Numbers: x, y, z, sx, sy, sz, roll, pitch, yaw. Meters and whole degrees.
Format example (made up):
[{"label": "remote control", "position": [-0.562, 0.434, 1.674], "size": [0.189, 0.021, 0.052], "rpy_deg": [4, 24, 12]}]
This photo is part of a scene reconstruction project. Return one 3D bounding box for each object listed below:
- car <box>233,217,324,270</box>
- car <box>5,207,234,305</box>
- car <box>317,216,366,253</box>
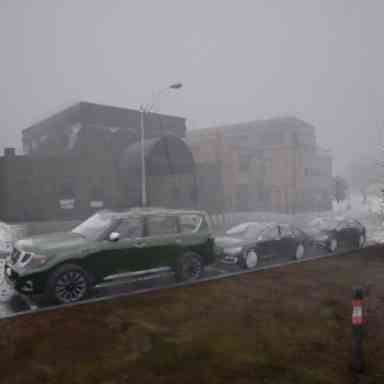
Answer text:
[{"label": "car", "position": [2.544, 1.821, 12.557], "size": [4.892, 1.521, 2.231], "rpy_deg": [2, 1, -40]}, {"label": "car", "position": [-1.828, 1.464, 9.026], "size": [5.566, 2.045, 2.435], "rpy_deg": [2, 1, -38]}, {"label": "car", "position": [6.774, 1.926, 16.213], "size": [4.892, 1.521, 2.231], "rpy_deg": [2, 1, -41]}]
